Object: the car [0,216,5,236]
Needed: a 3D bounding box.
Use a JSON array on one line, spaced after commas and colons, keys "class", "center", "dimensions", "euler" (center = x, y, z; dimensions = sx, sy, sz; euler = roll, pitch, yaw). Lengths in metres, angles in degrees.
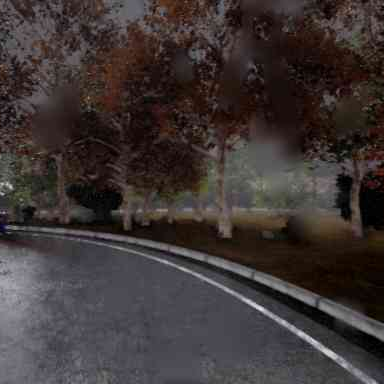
[{"class": "car", "center": [-10.201, 1.319, 14.094], "dimensions": [5.008, 1.535, 1.882], "euler": [0, 1, 25]}]
